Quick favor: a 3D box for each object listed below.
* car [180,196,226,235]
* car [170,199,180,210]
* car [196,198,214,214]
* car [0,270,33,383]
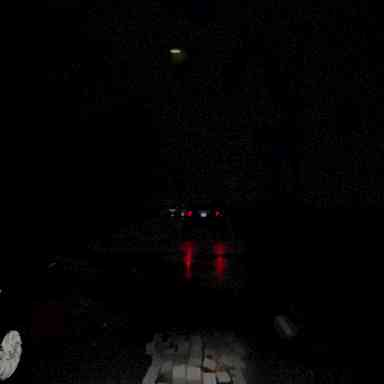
[{"bbox_3d":[0.753,1.233,19.237,2.150,2.045,5.566,0,0,4],"label":"car"},{"bbox_3d":[-1.834,1.571,43.760,2.033,1.411,5.357,0,0,-1],"label":"car"},{"bbox_3d":[1.371,1.502,37.379,1.882,1.535,5.008,0,0,0],"label":"car"},{"bbox_3d":[-3.042,1.504,2.501,1.837,1.490,4.892,0,0,1],"label":"car"}]
